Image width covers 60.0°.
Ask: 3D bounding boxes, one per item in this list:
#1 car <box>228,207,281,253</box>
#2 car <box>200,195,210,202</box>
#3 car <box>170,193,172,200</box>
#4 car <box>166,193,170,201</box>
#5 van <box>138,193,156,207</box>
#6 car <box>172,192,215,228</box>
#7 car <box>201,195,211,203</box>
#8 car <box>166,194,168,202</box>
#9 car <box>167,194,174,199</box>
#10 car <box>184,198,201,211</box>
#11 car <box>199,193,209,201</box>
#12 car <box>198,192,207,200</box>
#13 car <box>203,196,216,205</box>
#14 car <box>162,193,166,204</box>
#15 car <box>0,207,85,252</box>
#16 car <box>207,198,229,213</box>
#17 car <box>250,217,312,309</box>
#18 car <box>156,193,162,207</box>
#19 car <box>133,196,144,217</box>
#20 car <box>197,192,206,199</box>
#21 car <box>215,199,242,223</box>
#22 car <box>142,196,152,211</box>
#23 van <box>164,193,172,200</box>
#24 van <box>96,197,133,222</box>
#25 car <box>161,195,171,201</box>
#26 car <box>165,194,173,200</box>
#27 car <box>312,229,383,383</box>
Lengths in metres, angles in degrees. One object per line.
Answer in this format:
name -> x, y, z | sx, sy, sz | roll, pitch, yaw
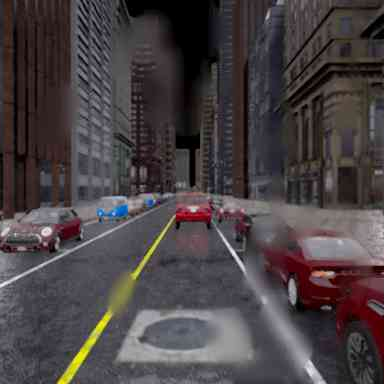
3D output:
car -> 2.746, 1.509, 13.279 | 1.947, 1.339, 4.313 | 0, 0, 0
car -> 2.683, 1.308, 69.641 | 1.802, 1.307, 4.206 | 0, 0, 0
car -> -5.842, 1.277, 69.626 | 2.008, 1.369, 4.403 | 0, 0, 0
car -> -5.836, 1.312, 63.990 | 1.947, 1.339, 4.313 | 0, 0, 0
van -> -5.812, 1.172, 41.442 | 1.690, 1.788, 3.998 | 0, 0, 0
car -> 0.077, 1.130, 21.578 | 2.150, 2.045, 5.566 | 0, 0, 0
car -> 2.689, 1.328, 64.005 | 1.802, 1.307, 4.206 | 0, 0, 0
car -> -5.830, 1.333, 58.353 | 1.947, 1.339, 4.313 | 0, 0, 0
car -> -5.868, 1.236, 92.173 | 1.802, 1.307, 4.206 | 0, 0, 0
car -> 0.056, 1.438, 39.670 | 1.895, 1.301, 4.718 | 0, 0, 0
car -> 2.676, 1.147, 75.277 | 1.967, 1.590, 4.097 | 0, 0, 0
car -> 2.662, 0.986, 86.548 | 2.192, 1.841, 5.009 | 0, 0, 0
car -> 2.702, 1.370, 52.732 | 1.802, 1.307, 4.206 | 0, 0, 0
car -> -5.824, 1.103, 52.716 | 2.192, 1.841, 5.009 | 0, 0, 0
car -> -5.780, 1.384, 13.260 | 1.967, 1.590, 4.097 | 0, 0, 0
car -> 2.720, 1.417, 35.823 | 1.947, 1.339, 4.313 | 0, 0, 0
car -> 2.752, 1.512, 7.642 | 1.887, 1.381, 4.507 | 0, 0, 0
car -> -5.818, 1.249, 47.079 | 1.967, 1.590, 4.097 | 0, 0, 0
car -> -5.798, 1.400, 30.000 | 1.752, 1.417, 4.829 | 0, 0, 0
car -> 2.656, 0.969, 92.184 | 2.192, 1.841, 5.009 | 0, 0, 0
car -> 2.733, 1.337, 24.550 | 1.967, 1.590, 4.097 | 0, 0, 0
car -> -5.805, 1.403, 35.806 | 2.008, 1.369, 4.403 | 0, 0, 0
van -> -5.856, 1.030, 80.899 | 1.690, 1.788, 3.998 | 0, 0, 0
van -> -5.793, 1.238, 24.533 | 1.690, 1.788, 3.998 | 0, 0, 0
car -> -5.849, 1.289, 75.263 | 1.802, 1.307, 4.206 | 0, 0, 0
car -> -5.861, 1.197, 86.366 | 1.752, 1.417, 4.829 | 0, 0, 0
car -> 2.757, 1.306, 2.005 | 2.192, 1.841, 5.009 | 0, 0, 0
